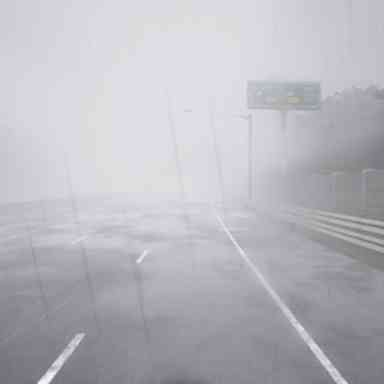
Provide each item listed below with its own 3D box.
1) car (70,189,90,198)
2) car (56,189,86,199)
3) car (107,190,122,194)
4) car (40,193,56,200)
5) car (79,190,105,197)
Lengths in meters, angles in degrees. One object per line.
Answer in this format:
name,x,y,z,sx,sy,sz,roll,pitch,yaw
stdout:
car,-22.555,0.254,67.211,2.128,1.511,4.902,0,2,3
car,-19.738,0.718,54.601,2.128,1.511,4.902,0,2,3
car,-15.569,0.350,66.766,1.895,1.301,4.718,0,2,3
car,-23.238,0.789,54.642,1.994,1.385,4.181,0,2,3
car,-16.242,0.831,54.432,1.895,1.301,4.718,0,2,3
